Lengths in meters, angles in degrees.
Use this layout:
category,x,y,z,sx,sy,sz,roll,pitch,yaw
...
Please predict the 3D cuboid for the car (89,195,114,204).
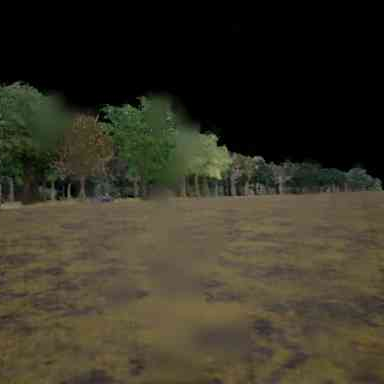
category,x,y,z,sx,sy,sz,roll,pitch,yaw
car,-16.793,1.377,61.879,1.837,1.490,4.892,-3,-1,36
